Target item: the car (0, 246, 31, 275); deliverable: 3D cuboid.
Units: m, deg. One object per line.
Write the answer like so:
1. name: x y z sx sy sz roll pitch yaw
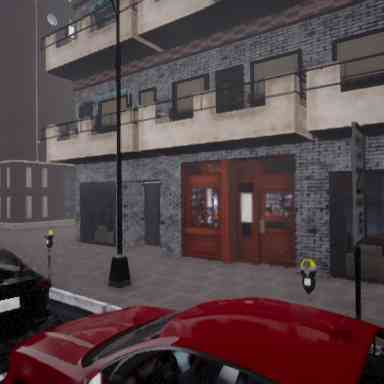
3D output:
1. car: -4.192 1.566 5.721 4.313 1.339 1.947 0 -1 36

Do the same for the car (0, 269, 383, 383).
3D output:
1. car: 0.326 1.544 2.499 4.507 1.381 1.887 0 -1 36
